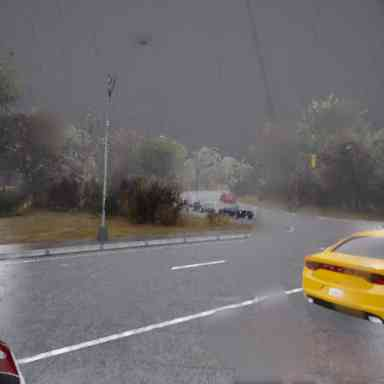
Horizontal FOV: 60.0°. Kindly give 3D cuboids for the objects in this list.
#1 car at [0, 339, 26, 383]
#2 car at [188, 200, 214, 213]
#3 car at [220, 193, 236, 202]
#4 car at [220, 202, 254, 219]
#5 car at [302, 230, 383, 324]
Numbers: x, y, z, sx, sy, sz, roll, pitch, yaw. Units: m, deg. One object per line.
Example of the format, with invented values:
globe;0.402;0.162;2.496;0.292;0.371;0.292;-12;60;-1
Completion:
car;-3.190;1.353;1.475;4.553;1.767;2.097;0;0;-35
car;1.473;1.919;44.055;1.837;1.490;4.892;2;0;-18
car;7.091;1.297;66.315;2.150;2.045;5.566;2;2;-8
car;4.666;2.141;35.443;1.895;1.301;4.718;3;-1;-22
car;4.400;1.543;6.895;5.008;1.535;1.882;1;-1;-35
